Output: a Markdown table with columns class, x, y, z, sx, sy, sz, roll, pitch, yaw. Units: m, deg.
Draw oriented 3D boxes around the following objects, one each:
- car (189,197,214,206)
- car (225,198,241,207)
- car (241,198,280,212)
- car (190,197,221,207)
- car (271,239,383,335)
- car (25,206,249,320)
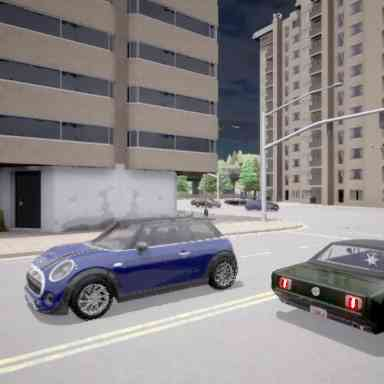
| class | x | y | z | sx | sy | sz | roll | pitch | yaw |
| --- | --- | --- | --- | --- | --- | --- | --- | --- | --- |
| car | 1.533 | 1.562 | 54.350 | 1.994 | 1.385 | 4.181 | 0 | 0 | -36 |
| car | 7.239 | 1.599 | 52.438 | 1.895 | 1.301 | 4.718 | 0 | 0 | -36 |
| car | 8.171 | 1.563 | 38.901 | 1.994 | 1.385 | 4.181 | 0 | 0 | -36 |
| car | 2.154 | 1.524 | 47.229 | 1.812 | 1.442 | 4.674 | 0 | 0 | -36 |
| car | 3.814 | 1.601 | 6.494 | 4.718 | 1.301 | 1.895 | 0 | 0 | -35 |
| car | -1.167 | 1.352 | 7.451 | 4.553 | 1.767 | 2.097 | 0 | 0 | -35 |
